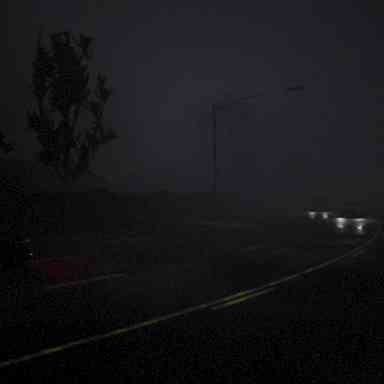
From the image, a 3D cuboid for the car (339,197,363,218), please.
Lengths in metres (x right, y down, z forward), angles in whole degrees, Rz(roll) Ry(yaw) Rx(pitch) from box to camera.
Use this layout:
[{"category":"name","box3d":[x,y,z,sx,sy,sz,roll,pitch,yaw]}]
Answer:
[{"category":"car","box3d":[15.283,1.578,32.005,1.882,1.535,5.008,-1,0,26]}]

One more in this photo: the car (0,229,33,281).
[{"category":"car","box3d":[-6.553,1.529,8.013,4.902,1.511,2.128,0,0,-37]}]

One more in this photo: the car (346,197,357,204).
[{"category":"car","box3d":[31.643,1.712,66.031,1.895,1.301,4.718,-1,0,26]}]

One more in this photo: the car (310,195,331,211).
[{"category":"car","box3d":[16.700,1.394,43.078,2.150,2.045,5.566,-1,0,26]}]
